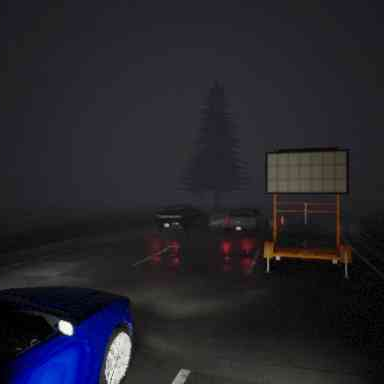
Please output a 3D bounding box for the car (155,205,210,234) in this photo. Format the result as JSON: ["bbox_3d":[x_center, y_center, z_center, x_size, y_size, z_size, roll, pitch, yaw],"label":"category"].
[{"bbox_3d":[-0.420,1.491,19.463,2.128,1.511,4.902,0,0,21],"label":"car"}]

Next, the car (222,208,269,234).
[{"bbox_3d":[3.265,1.601,19.406,1.895,1.301,4.718,0,0,22],"label":"car"}]

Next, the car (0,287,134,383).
[{"bbox_3d":[-2.149,1.477,2.460,1.882,1.535,5.008,0,0,16],"label":"car"}]

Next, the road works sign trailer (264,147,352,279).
[{"bbox_3d":[3.517,0.464,10.287,2.380,3.560,2.880,0,0,19],"label":"road works sign trailer"}]
